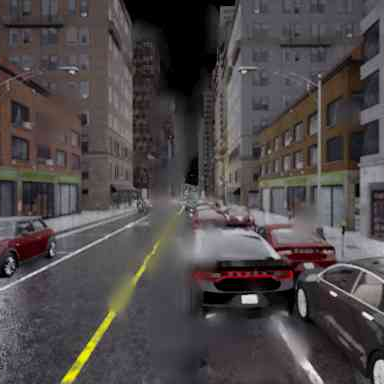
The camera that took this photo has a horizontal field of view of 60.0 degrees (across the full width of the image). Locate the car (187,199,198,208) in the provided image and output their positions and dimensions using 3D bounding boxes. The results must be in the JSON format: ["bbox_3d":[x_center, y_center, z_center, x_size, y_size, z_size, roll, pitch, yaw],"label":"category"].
[{"bbox_3d":[0.015,1.947,58.263,1.837,1.490,4.892,0,0,0],"label":"car"}]

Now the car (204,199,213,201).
[{"bbox_3d":[2.764,1.888,43.124,1.947,1.339,4.313,-1,0,0],"label":"car"}]

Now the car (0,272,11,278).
[{"bbox_3d":[-2.998,1.576,1.522,1.994,1.385,4.181,0,0,0],"label":"car"}]

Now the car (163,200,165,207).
[{"bbox_3d":[-5.759,1.962,54.136,2.008,1.369,4.403,-1,0,0],"label":"car"}]

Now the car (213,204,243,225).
[{"bbox_3d":[2.760,1.740,26.609,1.887,1.381,4.507,-1,0,0],"label":"car"}]

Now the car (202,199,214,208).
[{"bbox_3d":[2.767,1.997,59.639,1.887,1.381,4.507,-1,0,0],"label":"car"}]

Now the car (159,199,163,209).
[{"bbox_3d":[-5.760,1.934,48.631,1.947,1.339,4.313,-1,0,0],"label":"car"}]

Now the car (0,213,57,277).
[{"bbox_3d":[-5.770,1.515,10.097,1.967,1.590,4.097,-1,0,0],"label":"car"}]

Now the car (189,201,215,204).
[{"bbox_3d":[0.907,1.652,23.692,1.882,1.535,5.008,0,0,0],"label":"car"}]

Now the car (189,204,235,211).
[{"bbox_3d":[0.906,1.607,17.693,1.882,1.535,5.008,0,0,0],"label":"car"}]

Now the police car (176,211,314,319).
[{"bbox_3d":[0.688,1.480,7.742,1.930,1.638,5.238,0,0,-5],"label":"police car"}]

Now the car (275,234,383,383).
[{"bbox_3d":[2.755,1.583,4.589,2.008,1.369,4.403,-1,0,0],"label":"car"}]

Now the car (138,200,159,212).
[{"bbox_3d":[-5.763,1.765,43.127,1.967,1.590,4.097,-1,0,0],"label":"car"}]

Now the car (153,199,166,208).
[{"bbox_3d":[-5.758,2.000,59.641,1.887,1.381,4.507,-1,0,0],"label":"car"}]

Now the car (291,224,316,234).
[{"bbox_3d":[2.757,1.617,10.094,1.887,1.381,4.507,-1,0,0],"label":"car"}]

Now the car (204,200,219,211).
[{"bbox_3d":[2.765,1.910,48.629,1.887,1.381,4.507,-1,0,0],"label":"car"}]

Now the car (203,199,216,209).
[{"bbox_3d":[2.766,1.954,54.134,1.887,1.381,4.507,-1,0,0],"label":"car"}]

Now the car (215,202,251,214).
[{"bbox_3d":[2.757,1.594,21.105,1.967,1.590,4.097,-1,0,0],"label":"car"}]

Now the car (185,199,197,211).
[{"bbox_3d":[0.039,1.841,46.461,2.128,1.511,4.902,0,0,0],"label":"car"}]
